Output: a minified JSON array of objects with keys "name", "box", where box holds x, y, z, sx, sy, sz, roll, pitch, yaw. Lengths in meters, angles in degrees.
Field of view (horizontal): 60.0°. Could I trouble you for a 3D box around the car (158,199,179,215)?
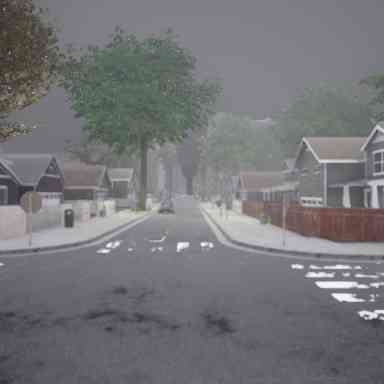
[{"name":"car","box":[-2.910,1.839,38.974,2.033,1.411,5.357,0,0,0]}]
